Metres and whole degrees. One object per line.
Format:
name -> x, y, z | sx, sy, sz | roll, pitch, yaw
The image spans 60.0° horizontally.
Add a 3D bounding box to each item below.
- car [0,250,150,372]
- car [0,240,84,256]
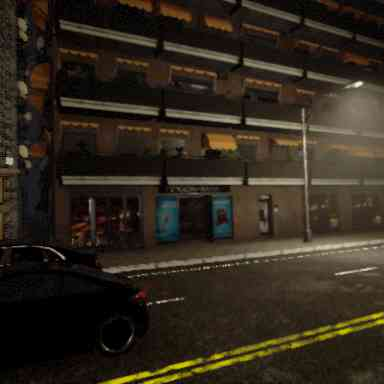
car -> -2.808, 1.868, 5.282 | 4.181, 1.385, 1.994 | 0, -3, -26
car -> -4.664, 1.966, 7.991 | 4.892, 1.490, 1.837 | 0, -3, -26
